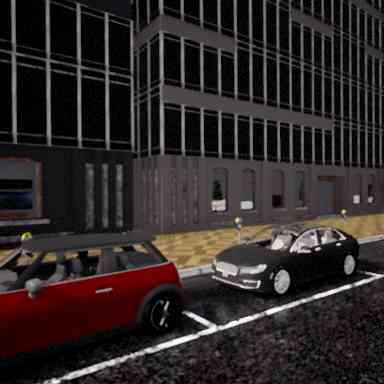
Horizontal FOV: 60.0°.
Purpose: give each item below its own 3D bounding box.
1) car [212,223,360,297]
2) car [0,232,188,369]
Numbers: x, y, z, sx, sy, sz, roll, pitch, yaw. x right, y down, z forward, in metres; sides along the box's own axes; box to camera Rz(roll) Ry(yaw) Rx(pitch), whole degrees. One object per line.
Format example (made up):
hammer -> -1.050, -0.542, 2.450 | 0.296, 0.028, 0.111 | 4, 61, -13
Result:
car -> 2.483, 1.490, 8.329 | 4.403, 1.369, 2.008 | -1, 0, -35
car -> -2.153, 1.431, 5.024 | 4.097, 1.590, 1.967 | -1, 0, -35
